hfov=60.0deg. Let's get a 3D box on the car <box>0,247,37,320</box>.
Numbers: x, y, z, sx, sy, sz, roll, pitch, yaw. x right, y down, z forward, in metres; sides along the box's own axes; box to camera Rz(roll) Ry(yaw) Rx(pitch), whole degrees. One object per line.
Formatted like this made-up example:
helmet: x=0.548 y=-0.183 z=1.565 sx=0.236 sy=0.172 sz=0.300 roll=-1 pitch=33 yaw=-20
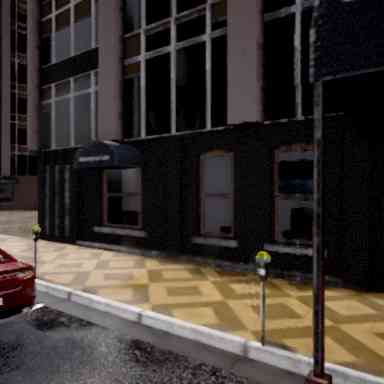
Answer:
car: x=-4.742 y=1.513 z=6.254 sx=4.507 sy=1.381 sz=1.887 roll=0 pitch=0 yaw=35
